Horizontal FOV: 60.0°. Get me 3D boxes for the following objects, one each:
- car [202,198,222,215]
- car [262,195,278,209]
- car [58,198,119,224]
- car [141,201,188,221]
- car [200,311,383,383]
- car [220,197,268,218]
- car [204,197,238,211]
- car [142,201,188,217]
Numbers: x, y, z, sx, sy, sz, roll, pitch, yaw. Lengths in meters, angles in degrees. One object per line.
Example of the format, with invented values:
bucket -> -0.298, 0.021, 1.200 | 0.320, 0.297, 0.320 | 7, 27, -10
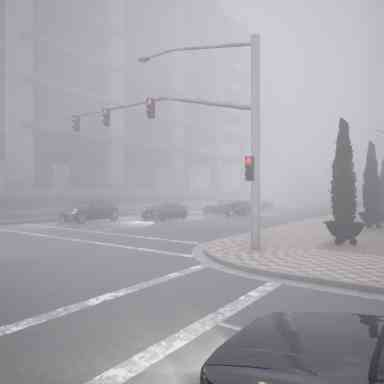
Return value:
car -> 2.964, 1.601, 34.095 | 1.895, 1.301, 4.718 | 0, 0, 36
car -> 8.803, 1.526, 42.167 | 1.812, 1.442, 4.674 | 0, 0, 36
car -> -7.773, 1.352, 25.206 | 2.097, 1.767, 4.553 | 0, 0, 36
car -> -2.165, 1.564, 26.993 | 1.994, 1.385, 4.181 | 0, 0, 36
car -> 2.598, 1.547, 2.110 | 5.357, 1.411, 2.033 | 0, 0, 36
car -> 4.801, 1.505, 30.319 | 1.837, 1.490, 4.892 | 0, 0, 36
car -> 3.626, 1.478, 40.985 | 1.882, 1.535, 5.008 | 0, 0, 36
car -> -2.518, 1.601, 32.484 | 1.895, 1.301, 4.718 | 0, 0, 36
